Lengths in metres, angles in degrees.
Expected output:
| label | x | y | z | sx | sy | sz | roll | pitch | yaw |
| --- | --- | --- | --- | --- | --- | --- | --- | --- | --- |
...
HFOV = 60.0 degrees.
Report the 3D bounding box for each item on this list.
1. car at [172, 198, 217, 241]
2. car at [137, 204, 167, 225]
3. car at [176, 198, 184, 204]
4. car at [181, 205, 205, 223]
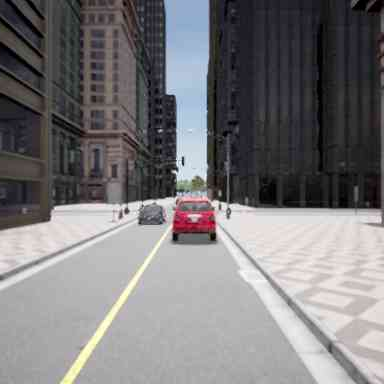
| label | x | y | z | sx | sy | sz | roll | pitch | yaw |
| --- | --- | --- | --- | --- | --- | --- | --- | --- | --- |
| car | 0.099 | 1.367 | 17.790 | 2.150 | 2.045 | 5.566 | 0 | 0 | 0 |
| car | -3.064 | 1.721 | 26.191 | 1.837 | 1.490 | 4.892 | 0 | -1 | 0 |
| car | -3.006 | 2.180 | 81.867 | 1.837 | 1.490 | 4.892 | 0 | 0 | 0 |
| car | 0.096 | 1.835 | 28.537 | 1.895 | 1.301 | 4.718 | 0 | 0 | 0 |
